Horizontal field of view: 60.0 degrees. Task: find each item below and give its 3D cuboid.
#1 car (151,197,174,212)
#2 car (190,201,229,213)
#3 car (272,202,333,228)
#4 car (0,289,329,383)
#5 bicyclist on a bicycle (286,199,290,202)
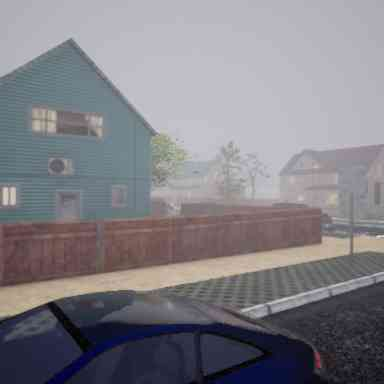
[{"bbox_3d":[-3.949,1.422,38.390,2.097,1.767,4.553,1,0,-36],"label":"car"},{"bbox_3d":[1.810,1.590,30.330,1.882,1.535,5.008,1,0,-35],"label":"car"},{"bbox_3d":[7.232,1.509,22.749,2.097,1.767,4.553,1,0,-36],"label":"car"},{"bbox_3d":[-0.828,1.571,2.456,4.181,1.385,1.994,1,0,-35],"label":"car"},{"bbox_3d":[8.826,1.474,30.591,1.656,1.620,0.582,0,0,-36],"label":"bicyclist on a bicycle"}]
